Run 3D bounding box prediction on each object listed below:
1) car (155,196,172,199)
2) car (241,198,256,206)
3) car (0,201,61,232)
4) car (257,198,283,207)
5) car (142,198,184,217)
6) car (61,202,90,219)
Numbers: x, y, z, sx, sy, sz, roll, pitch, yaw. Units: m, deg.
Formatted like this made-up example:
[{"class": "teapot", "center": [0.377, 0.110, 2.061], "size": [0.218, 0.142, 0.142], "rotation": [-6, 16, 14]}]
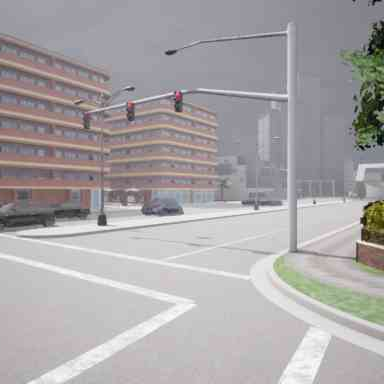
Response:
[{"class": "car", "center": [-3.374, 1.352, 36.212], "size": [2.097, 1.767, 4.553], "rotation": [0, 0, 36]}, {"class": "car", "center": [9.800, 1.601, 54.176], "size": [1.895, 1.301, 4.718], "rotation": [0, 0, 37]}, {"class": "car", "center": [-10.707, 1.352, 20.074], "size": [2.097, 1.767, 4.553], "rotation": [0, 0, 35]}, {"class": "car", "center": [12.336, 1.601, 51.720], "size": [1.895, 1.301, 4.718], "rotation": [0, 0, 37]}, {"class": "car", "center": [-2.645, 1.563, 31.270], "size": [1.994, 1.385, 4.181], "rotation": [0, 0, 36]}, {"class": "car", "center": [-10.366, 1.526, 26.626], "size": [1.812, 1.442, 4.674], "rotation": [0, 0, 36]}]
